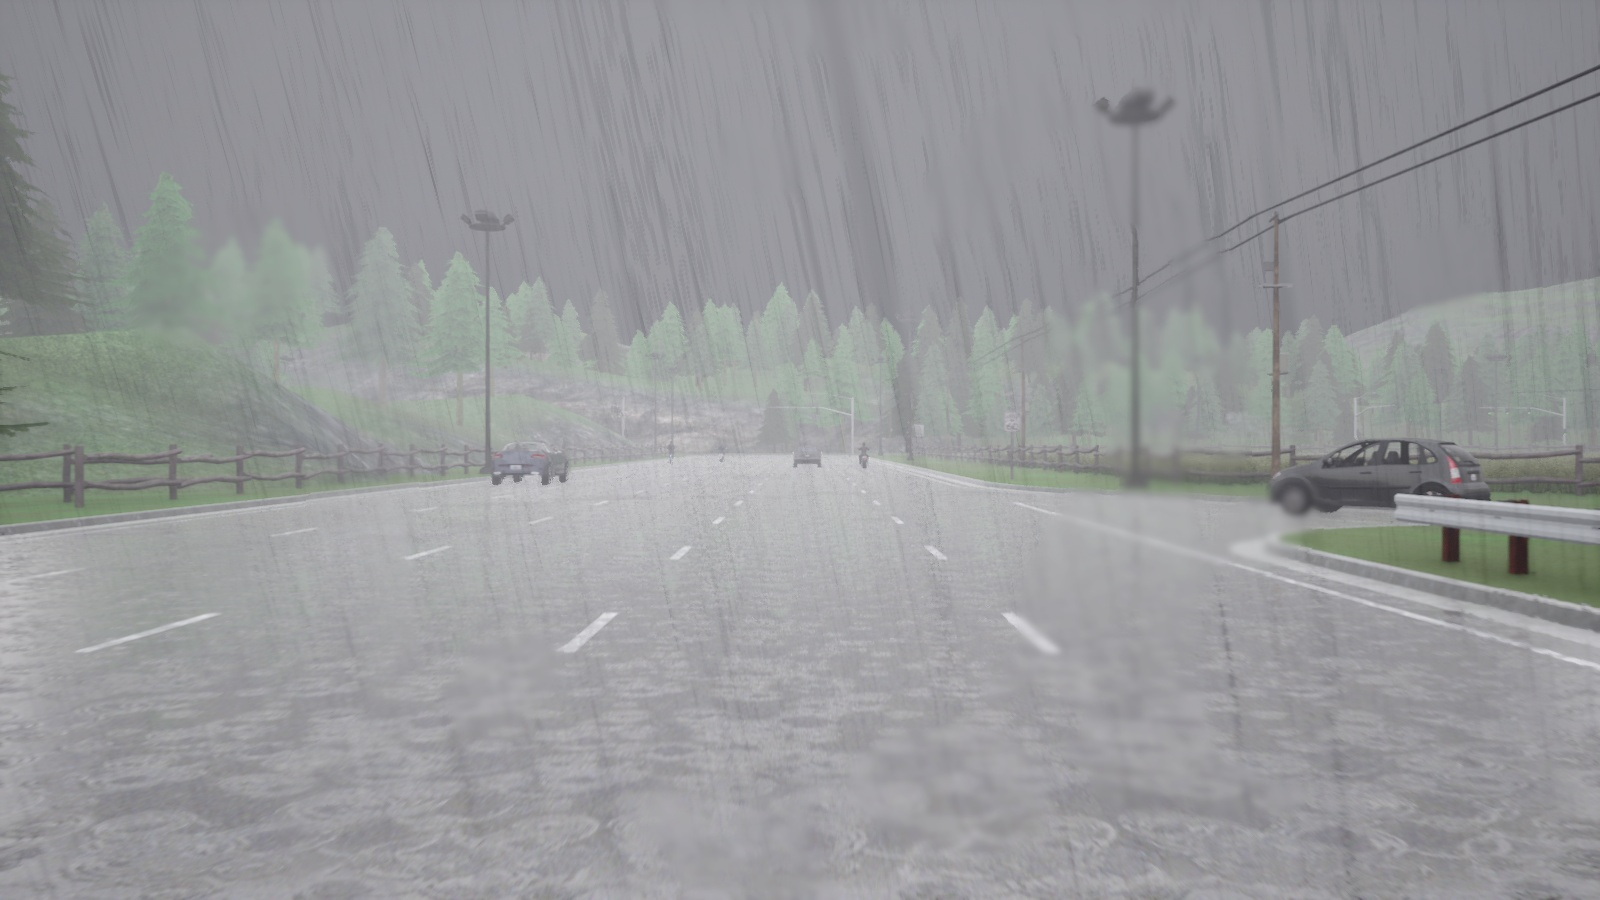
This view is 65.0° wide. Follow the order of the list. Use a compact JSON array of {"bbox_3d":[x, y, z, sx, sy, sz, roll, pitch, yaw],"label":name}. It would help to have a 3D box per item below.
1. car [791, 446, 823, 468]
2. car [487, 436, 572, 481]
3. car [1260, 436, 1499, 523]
[{"bbox_3d":[0.484,0.422,82.828,2.033,1.411,5.357,0,0,0],"label":"car"},{"bbox_3d":[-10.214,0.301,47.807,2.152,1.651,5.027,0,0,0],"label":"car"},{"bbox_3d":[11.680,0.540,25.474,1.851,1.617,3.988,0,0,-44],"label":"car"}]
